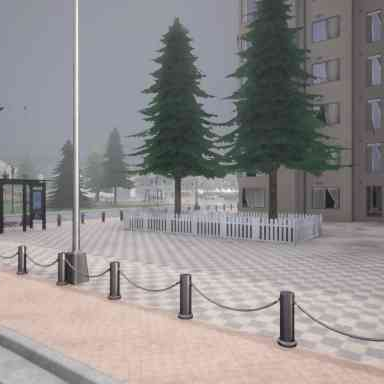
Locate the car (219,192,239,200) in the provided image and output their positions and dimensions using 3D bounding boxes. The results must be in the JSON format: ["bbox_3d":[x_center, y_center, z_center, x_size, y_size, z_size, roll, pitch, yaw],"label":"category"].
[{"bbox_3d":[9.602,1.374,84.687,3.633,1.501,1.845,0,0,35],"label":"car"}]

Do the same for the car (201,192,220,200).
[{"bbox_3d":[5.241,1.384,91.390,3.806,1.475,1.970,0,0,35],"label":"car"}]
